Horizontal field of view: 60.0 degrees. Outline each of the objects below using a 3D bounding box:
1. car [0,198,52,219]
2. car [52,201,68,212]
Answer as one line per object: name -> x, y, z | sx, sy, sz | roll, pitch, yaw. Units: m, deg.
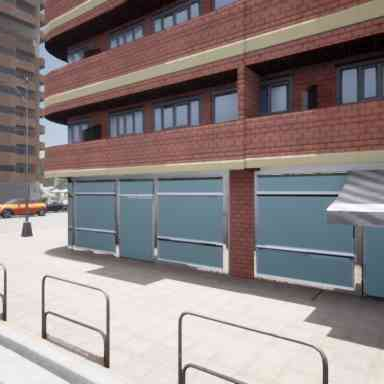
car -> -15.480, 1.351, 29.729 | 2.097, 1.767, 4.553 | 0, 0, 36
car -> -15.369, 1.599, 35.814 | 1.895, 1.301, 4.718 | 0, 0, 36
